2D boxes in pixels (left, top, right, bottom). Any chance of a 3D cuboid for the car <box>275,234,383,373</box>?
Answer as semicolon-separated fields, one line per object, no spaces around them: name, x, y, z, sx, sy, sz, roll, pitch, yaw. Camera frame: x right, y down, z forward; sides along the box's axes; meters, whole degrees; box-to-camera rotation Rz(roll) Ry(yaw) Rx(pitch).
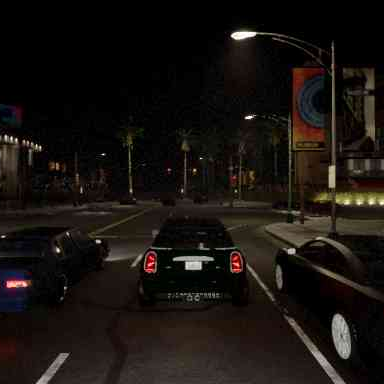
car;2.880;1.480;5.816;2.097;1.535;5.008;0;0;-1

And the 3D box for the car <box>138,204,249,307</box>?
car;0.032;1.352;8.153;2.097;1.767;4.553;0;0;0

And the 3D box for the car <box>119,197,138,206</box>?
car;-10.394;1.547;54.886;2.033;1.411;5.357;0;0;5

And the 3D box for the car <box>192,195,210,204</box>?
car;1.854;1.505;61.958;1.837;1.490;4.892;-1;0;18

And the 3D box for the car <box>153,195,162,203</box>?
car;-6.489;1.500;69.947;1.837;1.490;4.892;0;0;23

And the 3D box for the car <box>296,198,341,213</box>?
car;14.073;1.564;36.581;4.181;1.385;1.994;0;0;1

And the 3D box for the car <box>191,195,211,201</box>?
car;2.360;1.540;83.085;2.033;1.411;5.357;0;0;43

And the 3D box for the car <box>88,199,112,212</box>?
car;-10.725;1.525;38.954;1.812;1.442;4.674;0;0;0

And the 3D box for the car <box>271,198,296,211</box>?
car;12.125;1.492;40.264;4.902;1.511;2.128;0;0;4

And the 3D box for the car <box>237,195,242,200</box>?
car;14.608;1.491;92.443;4.892;1.490;1.837;0;0;-32

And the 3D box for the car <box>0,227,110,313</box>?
car;-3.469;1.547;7.934;2.033;1.411;5.357;0;0;0

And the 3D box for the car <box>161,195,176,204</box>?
car;-3.453;1.478;52.033;1.882;1.535;5.008;-1;0;-5
